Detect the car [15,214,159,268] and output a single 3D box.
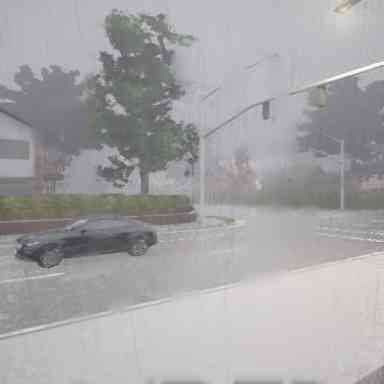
[{"bbox_3d":[-3.375,1.507,11.287,4.674,1.442,1.812,0,0,-36],"label":"car"}]
